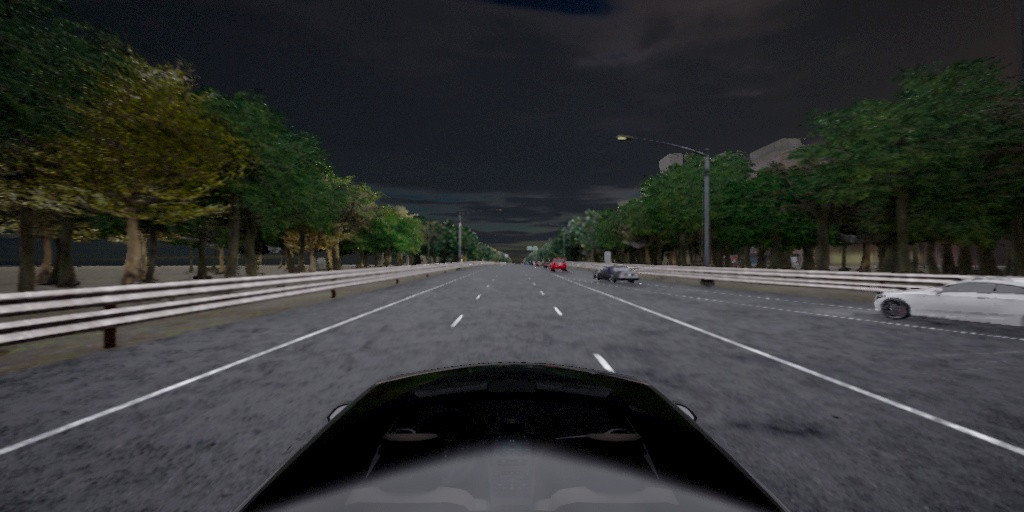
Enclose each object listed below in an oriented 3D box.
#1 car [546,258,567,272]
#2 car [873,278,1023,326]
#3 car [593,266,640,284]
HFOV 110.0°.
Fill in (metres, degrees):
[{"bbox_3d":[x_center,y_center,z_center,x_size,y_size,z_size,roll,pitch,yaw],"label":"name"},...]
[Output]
[{"bbox_3d":[7.006,1.370,54.752,2.150,2.045,5.566,0,0,0],"label":"car"},{"bbox_3d":[13.938,1.369,10.624,1.812,1.442,4.674,0,-1,-21],"label":"car"},{"bbox_3d":[8.608,1.530,30.047,2.033,1.411,5.357,0,0,-10],"label":"car"}]
